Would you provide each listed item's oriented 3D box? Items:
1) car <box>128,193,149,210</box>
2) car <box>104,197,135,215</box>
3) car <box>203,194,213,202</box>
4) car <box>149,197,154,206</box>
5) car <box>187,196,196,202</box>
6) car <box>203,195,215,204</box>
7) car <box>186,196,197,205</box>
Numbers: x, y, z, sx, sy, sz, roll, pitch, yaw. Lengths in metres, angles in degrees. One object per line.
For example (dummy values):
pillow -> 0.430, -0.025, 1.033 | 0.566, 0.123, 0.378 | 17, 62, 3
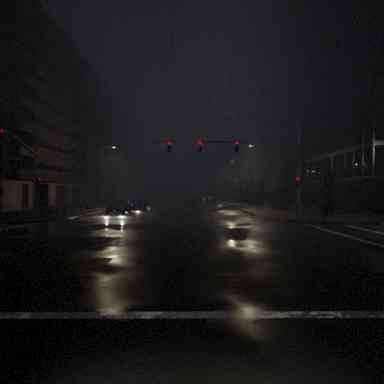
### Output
car -> -7.449, 1.221, 44.002 | 2.150, 2.045, 5.566 | 0, 0, 1
car -> -7.464, 1.525, 34.092 | 1.812, 1.442, 4.674 | 0, 0, 0
car -> 3.470, 1.354, 74.445 | 2.097, 1.767, 4.553 | 0, 0, 1
car -> -7.337, 1.547, 54.466 | 2.033, 1.411, 5.357 | 0, 0, 1
car -> -0.021, 1.539, 74.758 | 2.033, 1.411, 5.357 | 0, 0, 1
car -> 3.465, 1.491, 64.580 | 2.128, 1.511, 4.902 | 0, 0, 1
car -> -0.067, 1.547, 60.181 | 2.033, 1.411, 5.357 | 0, 0, 0
